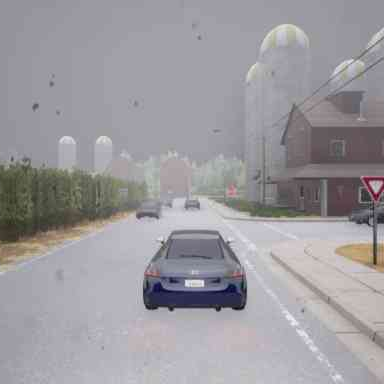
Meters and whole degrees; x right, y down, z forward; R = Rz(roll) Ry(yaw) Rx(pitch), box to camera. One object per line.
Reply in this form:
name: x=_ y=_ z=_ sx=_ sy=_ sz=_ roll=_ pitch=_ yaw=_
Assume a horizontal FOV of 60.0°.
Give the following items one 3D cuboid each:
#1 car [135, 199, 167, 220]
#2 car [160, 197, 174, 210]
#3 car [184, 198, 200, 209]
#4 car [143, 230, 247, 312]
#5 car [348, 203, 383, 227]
car: x=-3.555 y=1.547 z=28.359 sx=2.033 sy=1.411 sz=5.357 roll=0 pitch=0 yaw=-1
car: x=-3.493 y=1.418 z=44.184 sx=1.837 sy=1.490 sz=4.892 roll=0 pitch=0 yaw=0
car: x=-0.027 y=1.491 z=44.524 sx=2.128 sy=1.511 sz=4.902 roll=0 pitch=0 yaw=-4
car: x=0.079 y=1.564 z=7.815 sx=1.994 sy=1.385 sz=4.181 roll=0 pitch=0 yaw=1
car: x=12.902 y=1.478 z=21.925 sx=4.892 sy=1.490 sz=1.837 roll=0 pitch=0 yaw=-1
